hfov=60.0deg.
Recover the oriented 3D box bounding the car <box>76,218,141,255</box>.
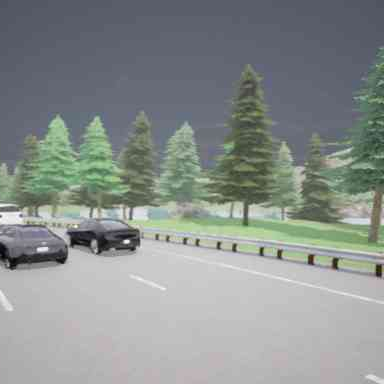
[{"bbox_3d":[-4.365,1.970,15.815,1.882,1.535,5.008,2,-2,-41],"label":"car"}]

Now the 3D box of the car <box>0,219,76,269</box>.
[{"bbox_3d":[-6.368,1.948,12.788,1.994,1.385,4.181,2,-2,-41],"label":"car"}]

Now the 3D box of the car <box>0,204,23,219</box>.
[{"bbox_3d":[-15.747,2.000,26.749,5.566,2.045,2.150,-1,-2,38],"label":"car"}]
